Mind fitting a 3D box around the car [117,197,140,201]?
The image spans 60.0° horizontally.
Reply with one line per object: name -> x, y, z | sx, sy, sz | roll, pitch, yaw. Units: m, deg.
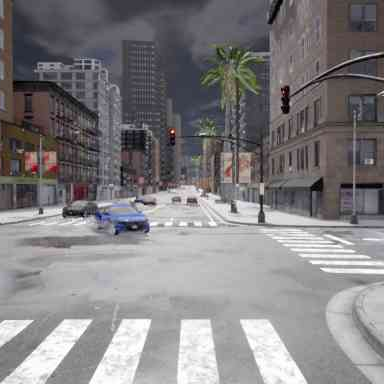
car -> -6.654, 1.518, 32.843 | 1.812, 1.442, 4.674 | 0, 0, 0

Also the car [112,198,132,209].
car -> -9.919, 1.584, 47.271 | 1.895, 1.301, 4.718 | 0, 0, 0

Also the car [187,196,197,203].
car -> -0.045, 1.502, 71.377 | 1.994, 1.385, 4.181 | 0, 0, 0

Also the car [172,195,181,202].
car -> -3.285, 1.440, 70.908 | 2.128, 1.511, 4.902 | 0, 0, 0

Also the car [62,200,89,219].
car -> -9.902, 1.471, 29.636 | 1.882, 1.535, 5.008 | 0, 0, 0

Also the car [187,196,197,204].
car -> 0.000, 1.440, 61.335 | 1.882, 1.535, 5.008 | 0, 0, 0

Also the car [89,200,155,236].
car -> -4.097, 1.462, 18.661 | 1.882, 1.535, 5.008 | 0, 0, -30

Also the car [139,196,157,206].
car -> -6.674, 1.454, 52.939 | 1.882, 1.535, 5.008 | 0, 0, 0
